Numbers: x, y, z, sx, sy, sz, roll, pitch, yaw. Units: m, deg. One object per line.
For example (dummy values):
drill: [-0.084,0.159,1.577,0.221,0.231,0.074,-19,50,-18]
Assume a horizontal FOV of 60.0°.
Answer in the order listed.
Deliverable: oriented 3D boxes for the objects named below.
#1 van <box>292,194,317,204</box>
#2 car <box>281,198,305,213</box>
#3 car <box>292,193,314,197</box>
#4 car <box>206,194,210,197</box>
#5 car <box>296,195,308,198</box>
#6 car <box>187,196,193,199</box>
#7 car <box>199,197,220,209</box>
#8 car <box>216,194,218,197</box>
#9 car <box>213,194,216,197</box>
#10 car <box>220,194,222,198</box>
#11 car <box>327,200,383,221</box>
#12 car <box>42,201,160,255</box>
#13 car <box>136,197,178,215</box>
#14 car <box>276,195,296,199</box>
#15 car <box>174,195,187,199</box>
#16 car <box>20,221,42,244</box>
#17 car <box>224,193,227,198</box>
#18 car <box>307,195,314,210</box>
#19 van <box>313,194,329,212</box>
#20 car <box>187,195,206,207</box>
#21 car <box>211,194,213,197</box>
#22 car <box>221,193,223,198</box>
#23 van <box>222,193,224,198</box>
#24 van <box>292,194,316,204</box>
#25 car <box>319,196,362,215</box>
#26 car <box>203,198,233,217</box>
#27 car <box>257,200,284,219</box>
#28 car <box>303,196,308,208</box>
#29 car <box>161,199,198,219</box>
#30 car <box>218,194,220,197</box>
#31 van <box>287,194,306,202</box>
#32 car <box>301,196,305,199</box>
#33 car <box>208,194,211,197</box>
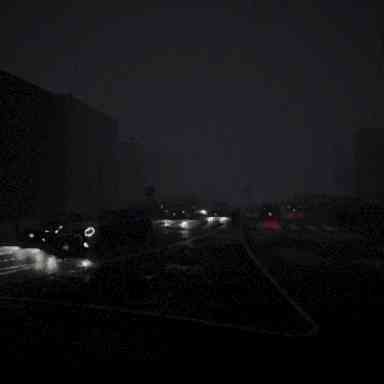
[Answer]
van: [22.184,1.401,65.598,4.442,1.987,1.878,0,0,12]
car: [12.321,1.796,40.833,1.895,1.301,4.718,0,0,12]
car: [19.981,1.389,54.828,5.566,2.045,2.435,0,0,12]
car: [0.034,1.638,57.898,5.008,1.535,2.097,0,0,12]
car: [19.586,1.643,51.943,5.366,1.575,1.946,0,0,12]
car: [-2.827,1.664,44.412,4.892,1.521,2.231,0,0,12]
car: [2.703,1.828,48.095,1.895,1.301,4.718,0,0,12]
car: [2.333,1.631,68.684,4.892,1.521,2.231,0,0,12]
car: [1.786,1.504,65.982,4.553,1.767,2.185,0,0,12]
car: [3.477,1.633,74.079,4.892,1.521,2.231,0,0,12]
car: [14.192,1.689,27.637,4.792,1.488,2.163,0,0,12]
car: [-3.592,1.461,14.117,2.097,1.767,4.553,0,0,27]
car: [-4.543,1.660,36.316,5.008,1.535,2.097,0,0,12]
car: [14.330,1.648,50.762,1.882,1.535,5.008,0,0,12]
car: [-3.364,1.538,41.702,4.553,1.767,2.185,0,0,12]
car: [-5.943,1.682,15.979,1.994,1.385,4.181,0,0,27]
car: [5.578,1.646,84.907,5.366,1.575,1.946,0,0,12]
car: [17.120,1.548,41.102,4.553,1.767,2.185,0,0,12]
van: [15.844,1.456,35.816,4.442,1.987,1.878,0,0,12]
car: [-0.924,1.644,52.464,5.366,1.575,1.946,0,0,12]
car: [1.152,1.506,63.297,4.553,1.767,2.185,0,0,12]
car: [4.049,1.635,76.775,4.892,1.521,2.231,0,0,12]
van: [4.756,1.413,79.570,4.442,1.987,1.878,0,0,12]
van: [22.991,1.401,68.266,4.442,1.987,1.878,0,0,12]
car: [15.383,1.552,32.941,4.553,1.767,2.185,0,0,12]
car: [2.791,1.690,34.500,2.033,1.411,5.357,0,1,12]
car: [7.240,1.690,31.149,1.837,1.490,4.892,0,0,11]
car: [17.689,1.666,43.950,5.008,1.535,2.097,0,0,12]
car: [-1.029,1.676,30.987,1.837,1.490,4.892,0,0,12]
car: [2.905,1.631,71.382,4.892,1.521,2.231,0,0,12]
van: [25.656,1.416,81.905,4.442,1.987,1.878,0,0,12]
car: [18.253,1.661,46.544,4.892,1.521,2.231,0,0,12]
car: [0.581,1.508,60.601,4.553,1.767,2.185,0,0,12]
